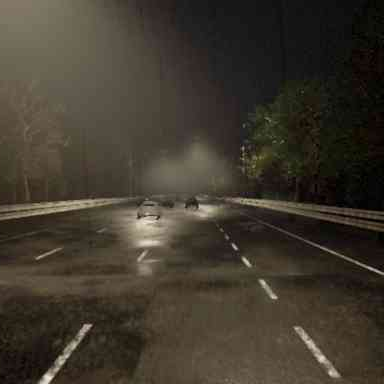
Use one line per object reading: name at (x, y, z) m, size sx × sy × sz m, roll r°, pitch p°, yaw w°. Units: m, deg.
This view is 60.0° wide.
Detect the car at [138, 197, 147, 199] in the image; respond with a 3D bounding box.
car at (-7.003, 1.527, 48.339) m, size 1.837 × 1.490 × 4.892 m, roll 0°, pitch 0°, yaw 0°

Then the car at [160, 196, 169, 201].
car at (-7.007, 1.665, 86.122) m, size 1.895 × 1.301 × 4.718 m, roll 0°, pitch 0°, yaw 0°

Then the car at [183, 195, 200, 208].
car at (-0.006, 1.528, 48.217) m, size 1.837 × 1.490 × 4.892 m, roll 0°, pitch 0°, yaw 0°

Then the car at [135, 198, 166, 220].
car at (-3.503, 1.535, 28.488) m, size 1.812 × 1.442 × 4.674 m, roll 0°, pitch 0°, yaw 0°

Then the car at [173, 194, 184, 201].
car at (-3.506, 1.544, 84.066) m, size 1.882 × 1.535 × 5.008 m, roll 0°, pitch 0°, yaw 0°

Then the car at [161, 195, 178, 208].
car at (-3.504, 1.568, 48.258) m, size 2.033 × 1.411 × 5.357 m, roll 0°, pitch 0°, yaw 0°
